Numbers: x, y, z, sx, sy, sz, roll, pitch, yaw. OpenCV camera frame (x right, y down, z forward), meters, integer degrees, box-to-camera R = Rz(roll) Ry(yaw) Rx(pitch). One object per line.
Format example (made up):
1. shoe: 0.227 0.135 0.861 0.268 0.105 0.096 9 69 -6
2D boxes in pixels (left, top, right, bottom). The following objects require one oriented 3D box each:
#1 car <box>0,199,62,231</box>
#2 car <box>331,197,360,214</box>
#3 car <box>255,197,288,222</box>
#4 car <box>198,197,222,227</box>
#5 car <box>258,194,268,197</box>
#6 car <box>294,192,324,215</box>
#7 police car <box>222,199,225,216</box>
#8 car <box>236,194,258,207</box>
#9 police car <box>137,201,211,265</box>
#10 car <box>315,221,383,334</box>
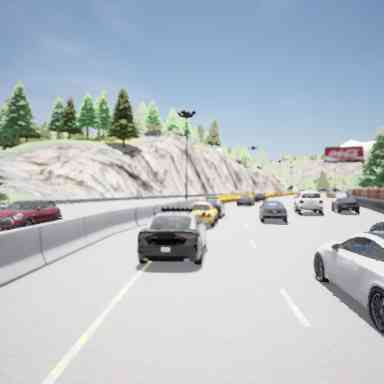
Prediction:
1. car: -9.226 1.204 18.608 2.097 1.767 4.553 0 0 7
2. car: 14.729 1.268 32.077 1.837 1.490 4.892 0 1 13
3. car: 5.937 1.362 24.474 2.033 1.411 5.357 0 0 10
4. car: 0.655 1.292 21.298 1.801 1.575 5.366 0 0 8
5. car: 12.034 1.066 58.152 1.837 1.490 4.892 0 0 23
6. car: 10.906 0.987 31.270 2.150 2.045 5.566 0 0 13
7. police car: 1.617 1.219 26.979 1.930 1.638 5.238 0 0 11
8. car: 7.362 1.220 45.469 1.994 1.385 4.181 0 1 19
9. police car: -0.499 1.336 11.549 1.930 1.638 5.238 0 0 5
10. car: 3.891 1.477 6.438 1.812 1.442 4.674 0 0 3
